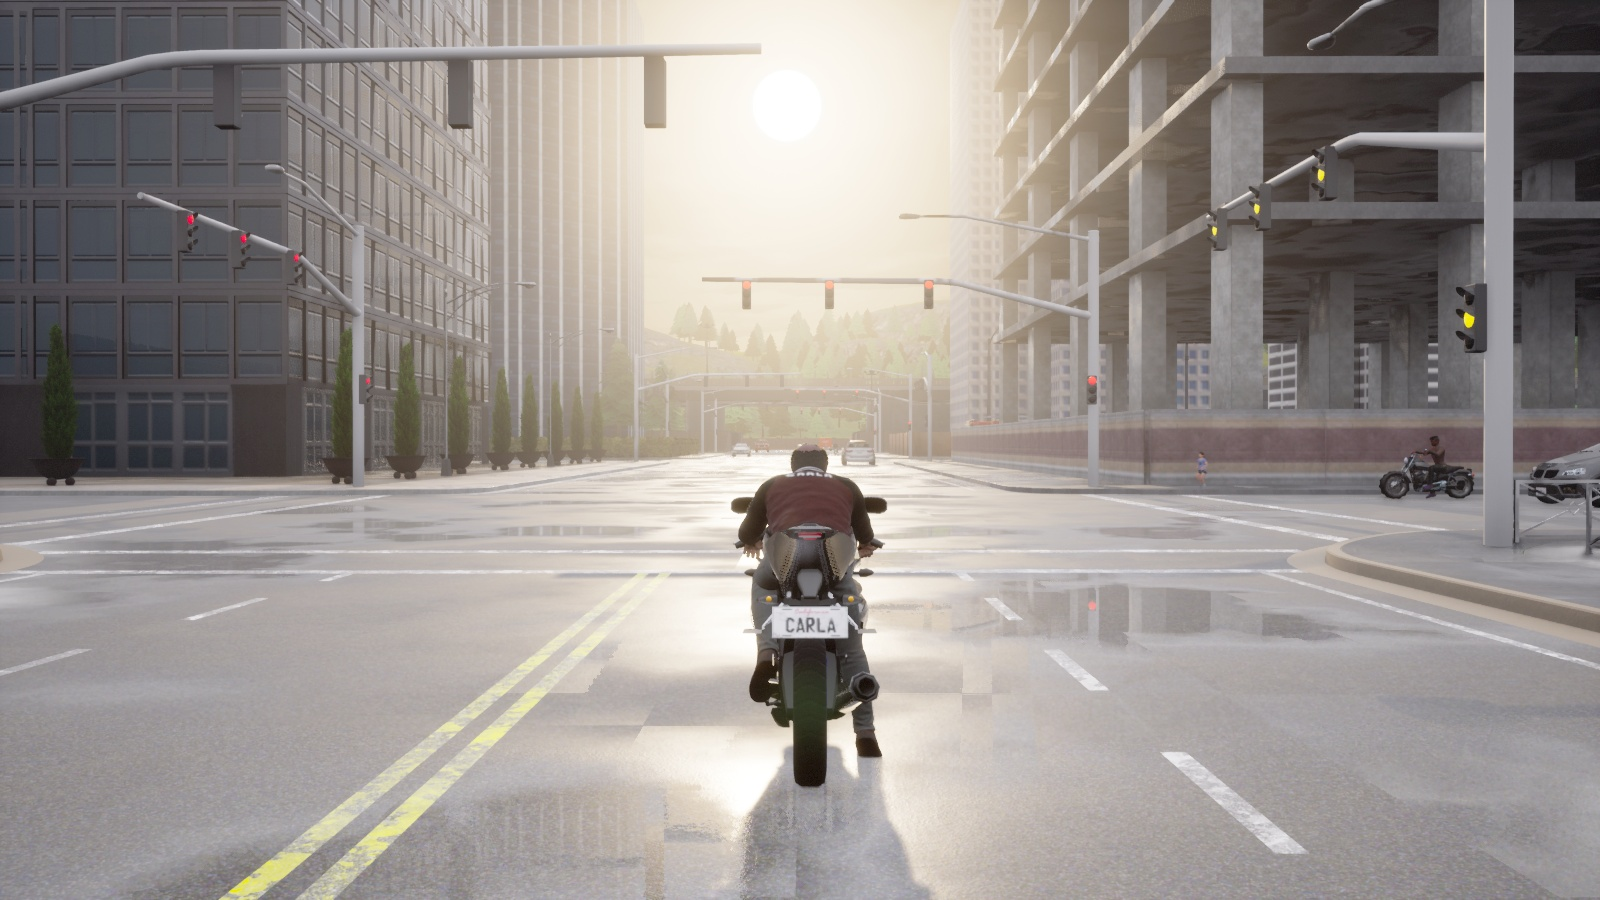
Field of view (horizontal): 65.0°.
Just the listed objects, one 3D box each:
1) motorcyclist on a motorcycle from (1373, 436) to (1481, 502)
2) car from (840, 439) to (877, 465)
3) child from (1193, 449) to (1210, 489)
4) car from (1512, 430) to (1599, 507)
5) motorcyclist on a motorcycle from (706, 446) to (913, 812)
[{"bbox_3d":[15.918,0.474,31.900,2.350,1.649,0.766,0,0,0],"label":"motorcyclist on a motorcycle"},{"bbox_3d":[3.933,0.114,85.024,2.242,1.667,4.611,0,0,0],"label":"car"},{"bbox_3d":[11.360,0.534,35.490,0.394,1.110,0.255,0,0,-28],"label":"child"},{"bbox_3d":[19.038,0.390,28.397,4.611,1.667,2.242,0,0,0],"label":"car"},{"bbox_3d":[0.046,0.746,6.351,0.866,1.530,2.191,0,0,0],"label":"motorcyclist on a motorcycle"}]
